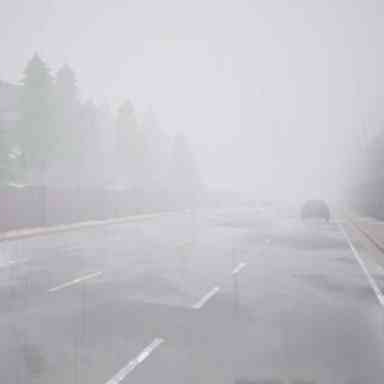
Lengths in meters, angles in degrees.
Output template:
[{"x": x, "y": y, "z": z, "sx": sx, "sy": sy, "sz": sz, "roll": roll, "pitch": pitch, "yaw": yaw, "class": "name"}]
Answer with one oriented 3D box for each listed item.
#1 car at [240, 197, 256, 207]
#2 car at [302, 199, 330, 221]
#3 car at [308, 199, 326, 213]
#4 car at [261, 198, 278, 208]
[{"x": 9.199, "y": 1.643, "z": 54.138, "sx": 1.882, "sy": 1.535, "sz": 5.008, "roll": 0, "pitch": 0, "yaw": 22, "class": "car"}, {"x": 10.533, "y": 1.447, "z": 28.298, "sx": 2.097, "sy": 1.767, "sz": 4.553, "roll": 0, "pitch": 0, "yaw": 22, "class": "car"}, {"x": 15.239, "y": 1.614, "z": 40.398, "sx": 1.882, "sy": 1.535, "sz": 5.008, "roll": 0, "pitch": 0, "yaw": 21, "class": "car"}, {"x": 12.051, "y": 1.689, "z": 51.847, "sx": 1.812, "sy": 1.442, "sz": 4.674, "roll": 0, "pitch": 0, "yaw": 22, "class": "car"}]
